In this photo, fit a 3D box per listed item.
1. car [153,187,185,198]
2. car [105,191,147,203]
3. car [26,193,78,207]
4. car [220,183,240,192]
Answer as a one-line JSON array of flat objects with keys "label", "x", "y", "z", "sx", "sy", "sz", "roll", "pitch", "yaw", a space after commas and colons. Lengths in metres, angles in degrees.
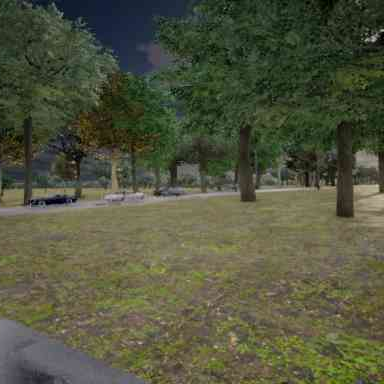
[{"label": "car", "x": -3.186, "y": 0.029, "z": 47.904, "sx": 2.033, "sy": 1.411, "sz": 5.357, "roll": -1, "pitch": 2, "yaw": 38}, {"label": "car", "x": -7.173, "y": 0.487, "z": 36.688, "sx": 1.895, "sy": 1.301, "sz": 4.718, "roll": -1, "pitch": 2, "yaw": 38}, {"label": "car", "x": -14.158, "y": 0.784, "z": 33.652, "sx": 1.895, "sy": 1.301, "sz": 4.718, "roll": -1, "pitch": 2, "yaw": 38}, {"label": "car", "x": 6.964, "y": -0.812, "z": 60.935, "sx": 1.837, "sy": 1.490, "sz": 4.892, "roll": -1, "pitch": 2, "yaw": 38}]
